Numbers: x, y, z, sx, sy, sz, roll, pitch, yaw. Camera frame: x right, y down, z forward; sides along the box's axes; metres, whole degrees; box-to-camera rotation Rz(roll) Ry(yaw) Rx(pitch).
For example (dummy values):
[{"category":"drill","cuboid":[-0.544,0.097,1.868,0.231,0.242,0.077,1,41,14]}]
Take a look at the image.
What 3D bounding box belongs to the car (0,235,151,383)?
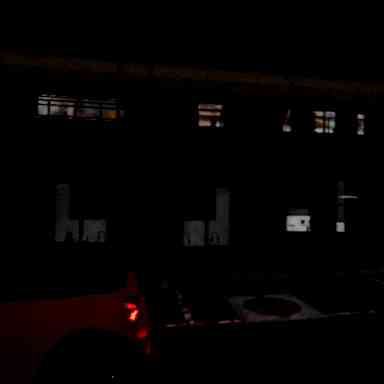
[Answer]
[{"category":"car","cuboid":[-2.834,1.486,4.310,4.553,1.767,2.097,0,-1,-9]}]
